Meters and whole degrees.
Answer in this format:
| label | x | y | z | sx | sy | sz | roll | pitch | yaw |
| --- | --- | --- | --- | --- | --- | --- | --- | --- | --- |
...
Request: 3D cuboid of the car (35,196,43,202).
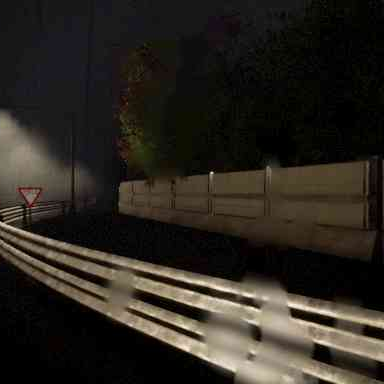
| label | x | y | z | sx | sy | sz | roll | pitch | yaw |
| --- | --- | --- | --- | --- | --- | --- | --- | --- | --- |
| car | -33.455 | 1.490 | 71.914 | 1.882 | 1.535 | 5.008 | 0 | 0 | -22 |
